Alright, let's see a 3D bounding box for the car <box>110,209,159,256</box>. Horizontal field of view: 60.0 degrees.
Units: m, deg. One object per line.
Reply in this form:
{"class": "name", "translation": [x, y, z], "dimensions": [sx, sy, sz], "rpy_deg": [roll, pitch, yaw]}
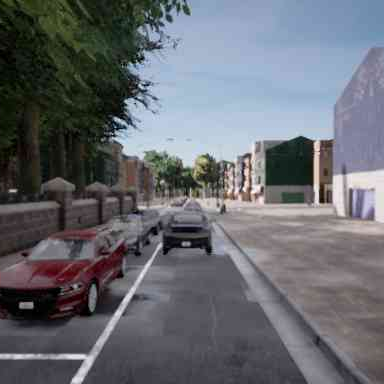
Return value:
{"class": "car", "translation": [-2.643, 1.604, 13.240], "dimensions": [2.008, 1.369, 4.403], "rpy_deg": [-1, 0, 0]}

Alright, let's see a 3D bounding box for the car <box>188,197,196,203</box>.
{"class": "car", "translation": [0.005, 1.936, 84.499], "dimensions": [2.033, 1.411, 5.357], "rpy_deg": [0, 0, 0]}

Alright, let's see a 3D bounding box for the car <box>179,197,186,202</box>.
{"class": "car", "translation": [-2.640, 2.139, 95.290], "dimensions": [1.947, 1.339, 4.313], "rpy_deg": [-1, 0, 0]}

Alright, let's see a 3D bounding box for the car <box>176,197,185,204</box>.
{"class": "car", "translation": [-2.642, 1.997, 78.986], "dimensions": [1.887, 1.381, 4.507], "rpy_deg": [-1, 0, 0]}

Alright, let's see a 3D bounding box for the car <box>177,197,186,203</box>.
{"class": "car", "translation": [-2.641, 2.043, 84.421], "dimensions": [2.008, 1.369, 4.403], "rpy_deg": [-1, 0, 0]}

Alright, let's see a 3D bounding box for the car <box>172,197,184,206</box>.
{"class": "car", "translation": [-2.643, 1.779, 62.683], "dimensions": [1.967, 1.590, 4.097], "rpy_deg": [-1, 0, 0]}

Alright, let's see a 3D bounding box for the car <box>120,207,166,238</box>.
{"class": "car", "translation": [-2.643, 1.646, 18.928], "dimensions": [1.947, 1.339, 4.313], "rpy_deg": [-1, 0, 0]}

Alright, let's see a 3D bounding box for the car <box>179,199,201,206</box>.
{"class": "car", "translation": [0.102, 1.693, 31.666], "dimensions": [2.033, 1.411, 5.357], "rpy_deg": [0, 0, 0]}

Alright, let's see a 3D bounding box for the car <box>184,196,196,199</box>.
{"class": "car", "translation": [0.103, 1.761, 54.383], "dimensions": [1.882, 1.535, 5.008], "rpy_deg": [0, 0, 0]}

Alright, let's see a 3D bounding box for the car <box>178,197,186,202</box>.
{"class": "car", "translation": [-2.641, 2.077, 89.855], "dimensions": [1.887, 1.381, 4.507], "rpy_deg": [-1, 0, 0]}

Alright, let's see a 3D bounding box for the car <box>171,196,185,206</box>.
{"class": "car", "translation": [-2.643, 1.742, 57.249], "dimensions": [1.967, 1.590, 4.097], "rpy_deg": [-1, 0, 0]}

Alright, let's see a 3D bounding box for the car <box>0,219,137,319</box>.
{"class": "car", "translation": [-2.643, 1.574, 7.551], "dimensions": [1.887, 1.381, 4.507], "rpy_deg": [0, 0, 0]}

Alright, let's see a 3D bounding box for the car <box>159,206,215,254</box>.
{"class": "car", "translation": [-0.132, 1.561, 13.889], "dimensions": [1.837, 1.490, 4.892], "rpy_deg": [0, 0, 2]}

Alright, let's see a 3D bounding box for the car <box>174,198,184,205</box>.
{"class": "car", "translation": [-2.642, 1.941, 68.117], "dimensions": [1.947, 1.339, 4.313], "rpy_deg": [-1, 0, 0]}
